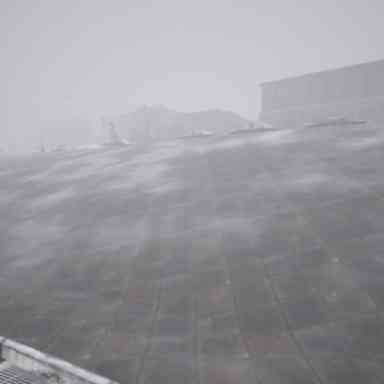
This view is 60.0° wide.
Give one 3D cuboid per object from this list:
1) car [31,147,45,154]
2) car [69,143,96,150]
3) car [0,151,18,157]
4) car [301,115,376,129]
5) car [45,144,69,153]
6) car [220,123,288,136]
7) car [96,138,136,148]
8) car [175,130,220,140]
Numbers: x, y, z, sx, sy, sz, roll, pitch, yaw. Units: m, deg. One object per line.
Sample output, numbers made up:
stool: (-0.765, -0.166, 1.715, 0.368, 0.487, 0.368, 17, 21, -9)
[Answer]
car: (-20.449, -5.435, 46.018, 4.553, 1.767, 2.185, 2, 1, 40)
car: (-11.864, -4.958, 38.843, 4.674, 1.452, 2.002, 2, 1, 40)
car: (-28.902, -5.599, 53.082, 4.892, 1.521, 2.231, 2, 1, 40)
car: (9.305, -4.134, 21.306, 4.674, 1.452, 2.002, 3, 2, 39)
car: (-16.214, -5.283, 42.478, 4.553, 1.767, 2.185, 2, 1, 40)
car: (4.980, -4.362, 24.774, 4.892, 1.521, 2.231, 2, 2, 40)
car: (-7.648, -4.969, 35.318, 4.553, 1.767, 2.185, 2, 1, 40)
car: (0.742, -4.532, 28.306, 4.892, 1.521, 2.231, 2, 1, 40)
